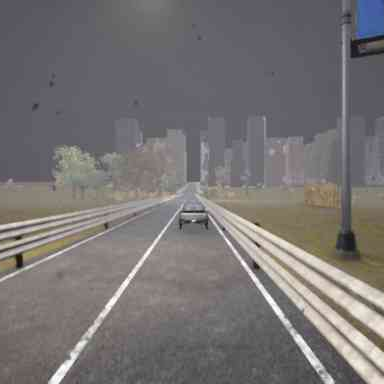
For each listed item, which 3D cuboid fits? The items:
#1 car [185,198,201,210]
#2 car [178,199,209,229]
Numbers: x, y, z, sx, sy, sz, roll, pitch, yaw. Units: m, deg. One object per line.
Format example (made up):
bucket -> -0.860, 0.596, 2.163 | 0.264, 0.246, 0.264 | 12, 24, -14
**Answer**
car -> 0.095, 1.549, 42.748 | 1.994, 1.385, 4.181 | 0, 0, 0
car -> 0.099, 1.484, 21.757 | 2.128, 1.511, 4.902 | 0, 0, 0
